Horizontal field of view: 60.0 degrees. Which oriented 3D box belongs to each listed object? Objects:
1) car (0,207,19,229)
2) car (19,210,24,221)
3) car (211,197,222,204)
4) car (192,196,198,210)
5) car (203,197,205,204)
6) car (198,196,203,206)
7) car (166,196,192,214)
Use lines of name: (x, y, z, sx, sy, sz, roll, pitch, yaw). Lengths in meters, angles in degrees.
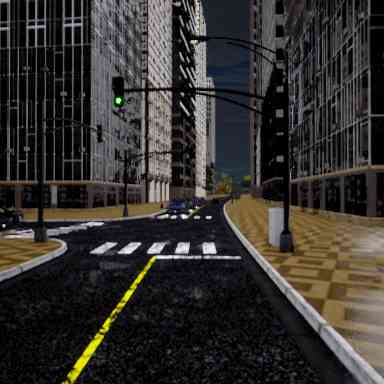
car: (-14.678, 1.832, 21.844, 5.357, 1.411, 2.033, -1, -1, 9)
car: (-16.427, 1.929, 27.999, 4.403, 1.369, 2.008, -1, 0, 10)
car: (4.814, 1.643, 65.485, 2.033, 1.411, 5.357, 0, 0, 8)
car: (-0.775, 1.437, 45.019, 2.097, 1.767, 4.553, 0, 0, 6)
car: (1.457, 1.589, 64.073, 2.128, 1.511, 4.902, 0, 0, 8)
car: (0.150, 1.445, 53.777, 2.097, 1.767, 4.553, 0, 0, 7)
car: (-1.548, 1.426, 36.117, 2.097, 1.767, 4.553, 0, 0, 5)
